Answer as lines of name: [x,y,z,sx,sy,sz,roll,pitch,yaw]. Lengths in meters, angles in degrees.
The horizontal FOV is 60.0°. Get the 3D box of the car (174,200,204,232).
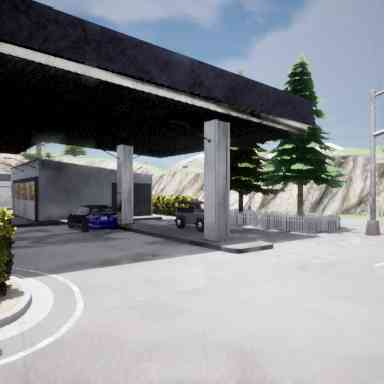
car: [0.456,1.505,21.989,1.905,1.878,3.866,0,0,-36]

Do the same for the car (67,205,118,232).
car: [-6.675,1.672,22.129,2.242,1.667,4.611,0,0,-37]
